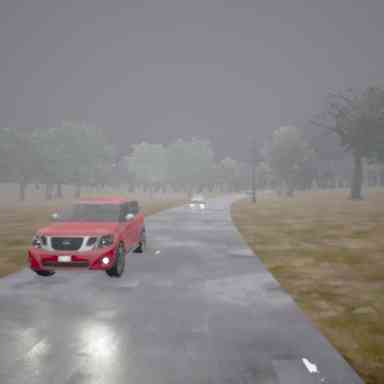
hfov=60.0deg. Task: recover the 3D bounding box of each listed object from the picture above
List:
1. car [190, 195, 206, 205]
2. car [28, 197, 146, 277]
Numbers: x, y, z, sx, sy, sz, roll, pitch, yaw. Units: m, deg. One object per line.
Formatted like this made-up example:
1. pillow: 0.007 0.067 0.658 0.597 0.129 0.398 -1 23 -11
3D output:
1. car: 0.995 1.159 51.589 1.812 1.442 4.674 0 1 9
2. car: -2.873 1.192 10.508 2.150 2.045 5.566 0 0 2
